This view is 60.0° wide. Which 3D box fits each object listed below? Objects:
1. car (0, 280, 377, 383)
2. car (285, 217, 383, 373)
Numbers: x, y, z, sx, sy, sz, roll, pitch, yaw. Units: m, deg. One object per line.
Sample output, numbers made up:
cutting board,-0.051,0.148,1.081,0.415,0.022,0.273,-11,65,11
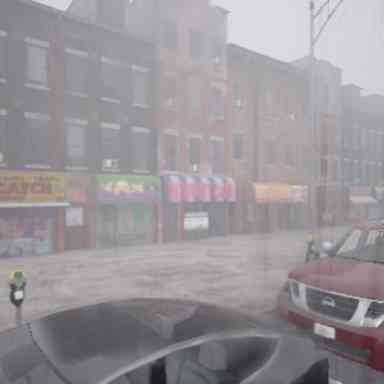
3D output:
car,-0.787,1.590,2.233,4.313,1.339,1.947,2,-2,-37
car,3.613,1.389,5.571,5.009,1.841,2.192,1,-1,-37
